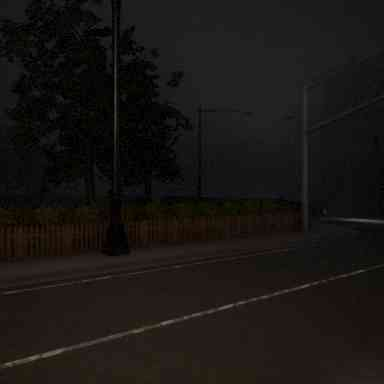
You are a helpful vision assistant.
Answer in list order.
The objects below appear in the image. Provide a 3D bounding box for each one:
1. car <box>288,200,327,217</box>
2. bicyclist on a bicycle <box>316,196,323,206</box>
[{"bbox_3d":[10.245,1.491,31.179,2.128,1.511,4.902,0,0,-35],"label":"car"},{"bbox_3d":[16.078,1.302,42.059,1.656,1.620,0.582,0,0,-35],"label":"bicyclist on a bicycle"}]
